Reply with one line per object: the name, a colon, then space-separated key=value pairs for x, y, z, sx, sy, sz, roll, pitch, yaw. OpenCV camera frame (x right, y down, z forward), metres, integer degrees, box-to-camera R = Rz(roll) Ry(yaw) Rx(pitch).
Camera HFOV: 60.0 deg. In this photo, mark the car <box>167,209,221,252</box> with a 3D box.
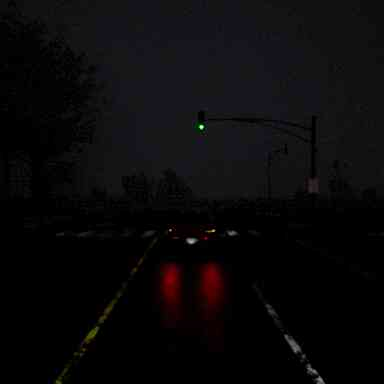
car: x=0.164 y=1.390 z=13.125 sx=1.812 sy=1.442 sz=4.674 roll=0 pitch=1 yaw=5
